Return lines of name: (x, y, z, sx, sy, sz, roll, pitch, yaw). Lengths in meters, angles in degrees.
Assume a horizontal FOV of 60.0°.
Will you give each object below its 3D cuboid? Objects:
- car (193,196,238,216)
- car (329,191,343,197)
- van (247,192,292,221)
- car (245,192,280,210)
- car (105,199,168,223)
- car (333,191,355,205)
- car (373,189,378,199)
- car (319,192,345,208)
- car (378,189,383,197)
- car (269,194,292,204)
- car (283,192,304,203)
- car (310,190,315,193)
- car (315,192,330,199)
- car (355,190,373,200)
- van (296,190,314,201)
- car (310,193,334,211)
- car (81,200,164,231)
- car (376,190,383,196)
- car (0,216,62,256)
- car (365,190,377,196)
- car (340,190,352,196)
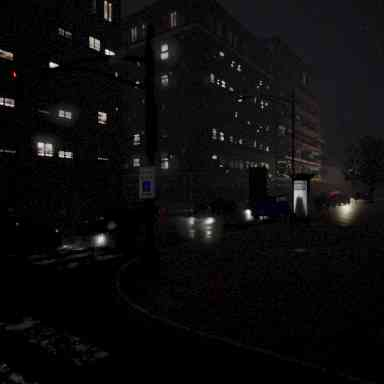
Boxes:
car: (2.043, 1.124, 28.012, 1.882, 1.535, 5.008, 0, 1, 36)
car: (32.227, 0.428, 74.499, 1.887, 1.381, 4.507, 1, 1, 36)
van: (5.657, 1.008, 23.736, 1.690, 1.788, 3.998, 1, 1, 36)
car: (7.709, 0.866, 35.931, 2.097, 1.767, 4.553, 0, 1, 36)
car: (-3.871, 1.283, 23.960, 1.887, 1.381, 4.507, 1, 1, 36)
car: (18.797, 0.923, 42.138, 1.947, 1.339, 4.313, 1, 1, 36)
car: (31.937, 0.590, 60.535, 1.887, 1.381, 4.507, 1, 1, 36)
car: (15.511, 0.979, 37.538, 1.887, 1.381, 4.507, 1, 1, 36)
car: (41.792, 0.355, 74.333, 1.887, 1.381, 4.507, 1, 1, 36)
car: (12.537, 0.933, 46.933, 1.802, 1.307, 4.206, 1, 1, 36)
car: (15.720, 0.801, 51.388, 1.752, 1.417, 4.829, 1, 1, 36)
car: (16.520, 0.468, 48.112, 2.097, 1.767, 4.553, 0, 1, 36)
car: (25.664, 0.621, 65.311, 1.802, 1.307, 4.206, 1, 1, 36)
car: (28.652, 0.563, 55.934, 1.967, 1.590, 4.097, 1, 1, 36)
van: (19.102, 0.536, 56.117, 1.690, 1.788, 3.998, 1, 1, 36)
car: (12.226, 1.078, 32.939, 1.947, 1.339, 4.313, 1, 1, 36)
car: (-4.066, 1.268, 19.475, 1.882, 1.535, 5.008, 0, 1, 36)
car: (45.077, 0.315, 78.932, 1.802, 1.307, 4.206, 1, 1, 36)
car: (-6.558, 1.469, 11.071, 1.994, 1.385, 4.181, 0, 1, 36)
car: (44.183, 0.216, 82.110, 1.994, 1.385, 4.181, 0, 1, 36)
car: (38.791, 0.278, 83.688, 2.008, 1.369, 4.403, 1, 1, 36)
